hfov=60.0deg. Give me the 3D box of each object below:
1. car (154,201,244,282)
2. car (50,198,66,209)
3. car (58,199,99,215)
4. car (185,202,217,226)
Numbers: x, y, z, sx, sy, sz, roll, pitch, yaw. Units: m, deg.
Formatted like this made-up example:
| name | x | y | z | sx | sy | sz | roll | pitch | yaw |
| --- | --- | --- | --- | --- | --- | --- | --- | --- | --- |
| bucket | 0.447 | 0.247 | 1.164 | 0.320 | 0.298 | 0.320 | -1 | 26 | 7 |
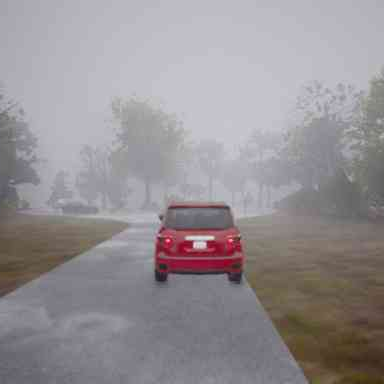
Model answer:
| name | x | y | z | sx | sy | sz | roll | pitch | yaw |
| --- | --- | --- | --- | --- | --- | --- | --- | --- | --- |
| car | 0.140 | 1.259 | 9.980 | 2.150 | 2.045 | 5.566 | 0 | 0 | -1 |
| car | -19.358 | 1.708 | 49.977 | 1.812 | 1.442 | 4.674 | -1 | 0 | 11 |
| car | -11.976 | 1.731 | 35.659 | 4.718 | 1.301 | 1.895 | 0 | 0 | 40 |
| car | 0.802 | 1.571 | 25.382 | 1.882 | 1.535 | 5.008 | 0 | 0 | 8 |
